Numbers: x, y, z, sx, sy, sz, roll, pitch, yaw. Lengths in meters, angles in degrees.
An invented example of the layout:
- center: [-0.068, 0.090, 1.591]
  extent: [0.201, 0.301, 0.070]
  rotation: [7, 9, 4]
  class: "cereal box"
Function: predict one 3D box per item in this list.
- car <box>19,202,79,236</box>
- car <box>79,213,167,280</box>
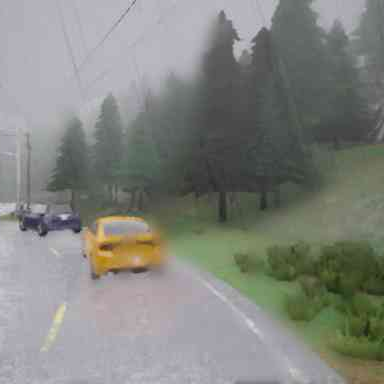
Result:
- center: [-7.962, 1.342, 18.558]
  extent: [2.097, 1.767, 4.553]
  rotation: [0, 0, -43]
  class: "car"
- center: [-2.244, 1.468, 10.200]
  extent: [1.882, 1.535, 5.008]
  rotation: [0, 0, -22]
  class: "car"
